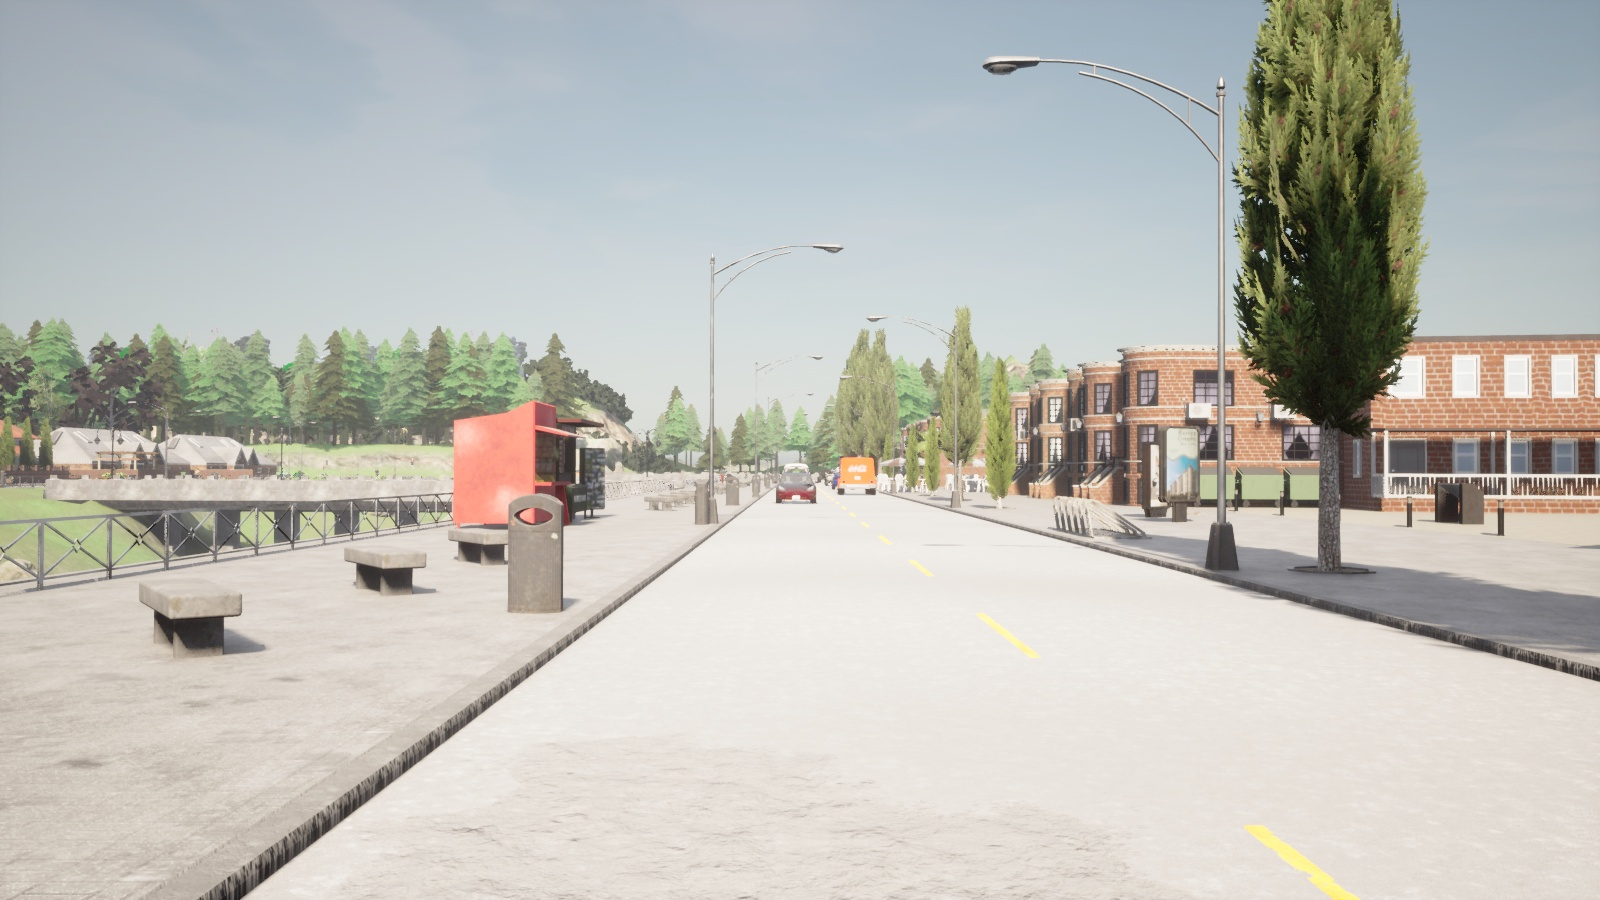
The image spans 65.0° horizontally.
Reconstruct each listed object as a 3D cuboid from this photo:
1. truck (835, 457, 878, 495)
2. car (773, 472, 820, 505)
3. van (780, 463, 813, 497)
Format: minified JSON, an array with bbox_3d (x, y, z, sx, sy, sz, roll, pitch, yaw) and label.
[{"bbox_3d":[3.764,1.726,84.397,2.627,2.467,5.204,0,-1,0],"label":"truck"},{"bbox_3d":[-0.168,1.833,60.776,2.163,1.488,4.792,0,-1,0],"label":"car"},{"bbox_3d":[-0.220,1.866,79.215,2.069,2.038,4.480,0,-1,0],"label":"van"}]
